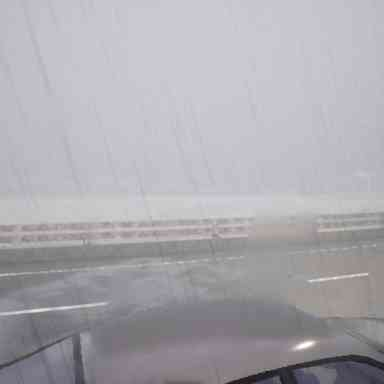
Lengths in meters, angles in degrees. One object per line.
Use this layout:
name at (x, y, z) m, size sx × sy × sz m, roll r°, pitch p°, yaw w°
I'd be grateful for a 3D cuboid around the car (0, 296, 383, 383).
car at (0.427, 1.569, 2.314) m, size 5.357 × 1.411 × 2.033 m, roll 0°, pitch -1°, yaw -21°
